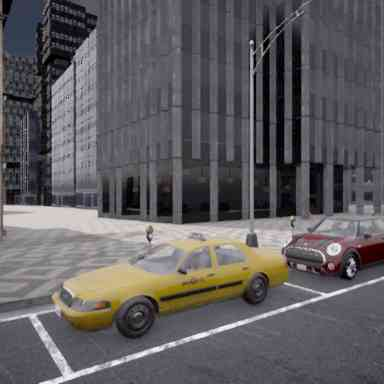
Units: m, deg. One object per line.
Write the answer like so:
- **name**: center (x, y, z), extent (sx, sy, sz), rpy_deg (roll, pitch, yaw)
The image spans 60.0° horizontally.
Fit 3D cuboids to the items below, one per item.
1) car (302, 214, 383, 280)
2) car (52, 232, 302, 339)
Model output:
- **car**: center (4.486, 1.437, 9.848), extent (4.097, 1.590, 1.967), rpy_deg (0, 0, -35)
- **car**: center (-0.120, 1.524, 6.563), extent (4.829, 1.417, 1.752), rpy_deg (0, 0, -35)
